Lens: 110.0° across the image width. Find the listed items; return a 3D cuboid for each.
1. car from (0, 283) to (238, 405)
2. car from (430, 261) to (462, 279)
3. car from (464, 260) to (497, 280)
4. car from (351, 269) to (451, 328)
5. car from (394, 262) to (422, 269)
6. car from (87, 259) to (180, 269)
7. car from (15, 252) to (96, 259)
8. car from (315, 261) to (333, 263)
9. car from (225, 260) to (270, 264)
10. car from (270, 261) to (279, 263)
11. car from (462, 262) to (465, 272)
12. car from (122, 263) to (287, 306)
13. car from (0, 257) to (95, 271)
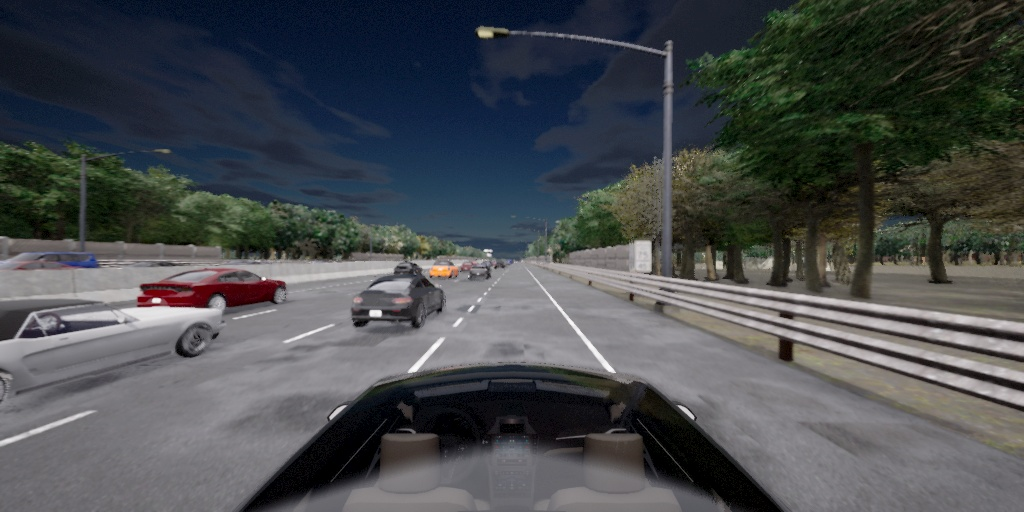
[{"bbox_3d":[-7.001,1.289,5.426,1.895,1.301,4.718,1,0,1],"label":"car"},{"bbox_3d":[-6.463,1.240,34.583,2.097,1.767,4.553,1,0,1],"label":"car"},{"bbox_3d":[-2.965,1.423,34.568,2.128,1.511,4.902,1,0,1],"label":"car"},{"bbox_3d":[-3.392,1.297,11.332,1.812,1.442,4.674,1,0,1],"label":"car"},{"bbox_3d":[-9.963,1.352,34.694,1.837,1.490,4.892,1,0,1],"label":"car"},{"bbox_3d":[-24.249,1.102,23.850,1.837,1.490,4.892,1,0,1],"label":"car"},{"bbox_3d":[-31.241,0.735,23.892,2.150,2.045,5.566,1,-1,1],"label":"car"},{"bbox_3d":[-23.802,1.299,44.932,2.033,1.411,5.357,1,0,2],"label":"car"},{"bbox_3d":[-27.515,1.132,36.262,2.128,1.511,4.902,1,0,1],"label":"car"},{"bbox_3d":[-30.784,1.267,45.019,1.895,1.301,4.718,1,0,1],"label":"car"},{"bbox_3d":[-6.173,1.542,50.477,1.812,1.442,4.674,1,-1,1],"label":"car"},{"bbox_3d":[-10.362,1.174,12.971,1.882,1.535,5.008,1,0,1],"label":"car"},{"bbox_3d":[-27.819,1.008,20.417,1.882,1.535,5.008,1,0,1],"label":"car"}]
